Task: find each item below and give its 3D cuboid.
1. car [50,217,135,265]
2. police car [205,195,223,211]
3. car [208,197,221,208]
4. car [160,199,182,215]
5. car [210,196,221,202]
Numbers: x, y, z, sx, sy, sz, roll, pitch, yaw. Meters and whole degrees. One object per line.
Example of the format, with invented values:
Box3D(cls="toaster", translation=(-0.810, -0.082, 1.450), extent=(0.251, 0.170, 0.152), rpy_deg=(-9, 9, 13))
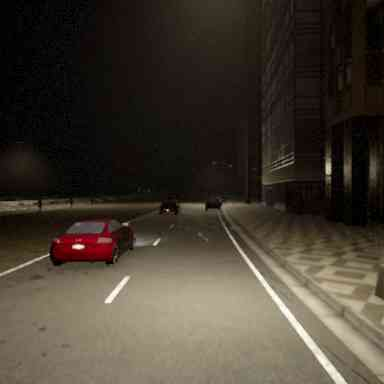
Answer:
Box3D(cls="car", translation=(-3.275, 1.571, 11.699), extent=(1.994, 1.385, 4.181), rpy_deg=(0, 0, 1))
Box3D(cls="police car", translation=(2.678, 1.499, 42.182), extent=(1.930, 1.638, 5.238), rpy_deg=(0, 0, 5))
Box3D(cls="car", translation=(3.586, 1.557, 52.095), extent=(1.801, 1.575, 5.366), rpy_deg=(0, 0, 6))
Box3D(cls="car", translation=(-2.252, 1.560, 35.436), extent=(1.837, 1.490, 4.892), rpy_deg=(0, 0, 4))
Box3D(cls="car", translation=(5.439, 1.564, 75.612), extent=(2.033, 1.411, 5.357), rpy_deg=(0, 0, 9))
